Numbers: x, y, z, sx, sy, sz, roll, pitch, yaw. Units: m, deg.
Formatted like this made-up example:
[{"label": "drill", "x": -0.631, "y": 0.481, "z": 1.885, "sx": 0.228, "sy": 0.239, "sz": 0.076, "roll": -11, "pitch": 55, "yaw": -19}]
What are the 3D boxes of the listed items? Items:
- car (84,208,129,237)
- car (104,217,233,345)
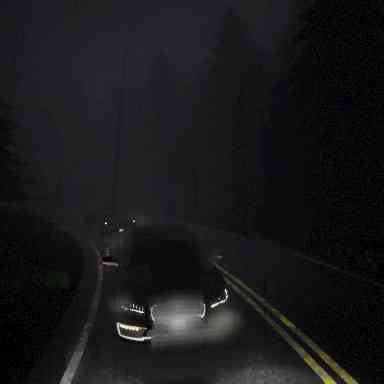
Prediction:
[{"label": "car", "x": -4.621, "y": 1.609, "z": 18.517, "sx": 1.895, "sy": 1.301, "sz": 4.718, "roll": -3, "pitch": 1, "yaw": -29}, {"label": "car", "x": -0.642, "y": 1.494, "z": 6.784, "sx": 1.837, "sy": 1.490, "sz": 4.892, "roll": -1, "pitch": 0, "yaw": -11}]
